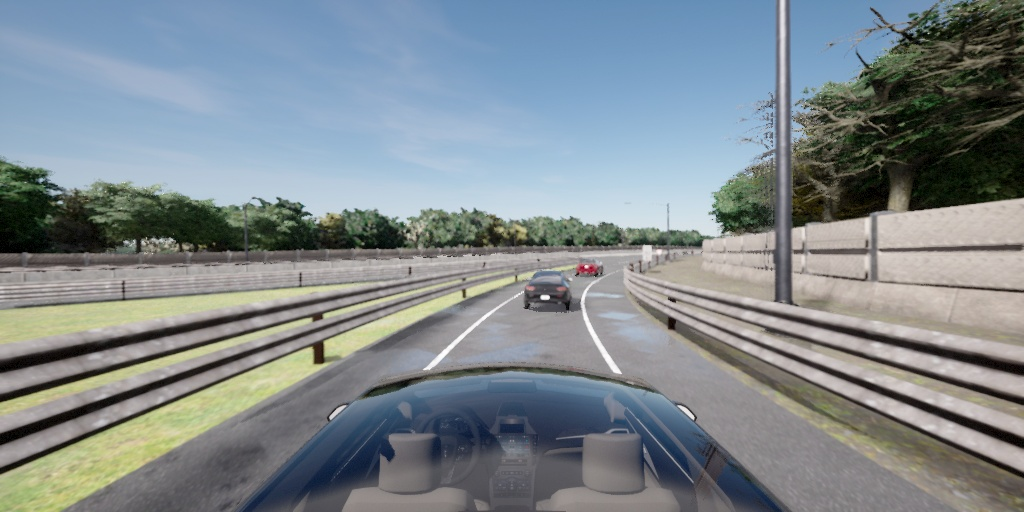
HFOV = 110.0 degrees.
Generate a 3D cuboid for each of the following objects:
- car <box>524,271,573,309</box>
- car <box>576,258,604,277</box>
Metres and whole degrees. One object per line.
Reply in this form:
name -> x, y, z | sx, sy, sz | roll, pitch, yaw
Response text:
car -> 1.606, 1.356, 15.414 | 1.812, 1.442, 4.674 | 0, 0, 9
car -> 7.683, 1.006, 35.137 | 2.097, 1.767, 4.553 | 0, 1, 22
